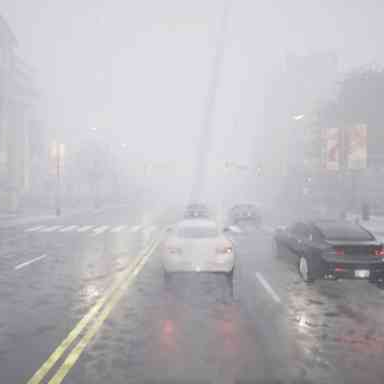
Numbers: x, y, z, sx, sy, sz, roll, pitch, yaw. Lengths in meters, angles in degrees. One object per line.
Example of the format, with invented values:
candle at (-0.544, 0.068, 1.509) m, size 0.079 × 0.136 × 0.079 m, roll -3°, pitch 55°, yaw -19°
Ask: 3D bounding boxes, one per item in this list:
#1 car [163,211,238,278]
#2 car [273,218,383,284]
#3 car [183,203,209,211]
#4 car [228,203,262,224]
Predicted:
car at (0.173, 1.520, 9.967) m, size 1.812 × 1.442 × 4.674 m, roll 0°, pitch 0°, yaw 0°
car at (3.670, 1.499, 9.561) m, size 1.837 × 1.490 × 4.892 m, roll 0°, pitch 0°, yaw 0°
car at (0.324, 1.532, 24.942) m, size 2.033 × 1.411 × 5.357 m, roll 0°, pitch 0°, yaw 1°
car at (3.818, 1.533, 24.495) m, size 2.033 × 1.411 × 5.357 m, roll 0°, pitch 0°, yaw 1°
